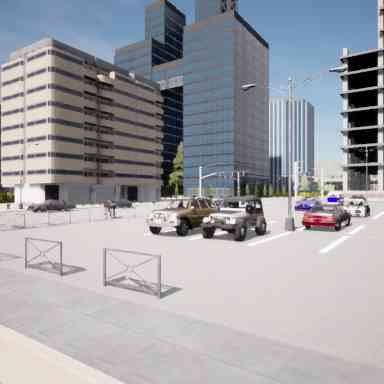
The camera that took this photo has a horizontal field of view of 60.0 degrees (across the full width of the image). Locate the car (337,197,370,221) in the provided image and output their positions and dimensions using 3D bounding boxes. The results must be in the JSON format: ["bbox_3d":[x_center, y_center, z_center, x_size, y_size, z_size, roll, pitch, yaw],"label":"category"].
[{"bbox_3d":[14.098,1.396,28.591,1.970,1.475,3.806,0,0,34],"label":"car"}]

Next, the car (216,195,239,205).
[{"bbox_3d":[6.361,1.355,58.780,2.097,1.767,4.553,0,0,34],"label":"car"}]

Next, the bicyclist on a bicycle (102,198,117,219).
[{"bbox_3d":[-6.518,1.304,26.228,1.656,1.620,0.582,0,0,34],"label":"bicyclist on a bicycle"}]

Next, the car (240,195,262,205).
[{"bbox_3d":[10.396,1.355,58.353,2.097,1.767,4.553,0,0,34],"label":"car"}]

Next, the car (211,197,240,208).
[{"bbox_3d":[5.136,1.550,50.474,2.033,1.411,5.357,0,0,33],"label":"car"}]

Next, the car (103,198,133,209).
[{"bbox_3d":[-10.327,1.568,46.549,1.994,1.385,4.181,0,0,35],"label":"car"}]

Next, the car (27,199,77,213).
[{"bbox_3d":[-15.953,1.551,38.176,2.033,1.411,5.357,0,0,34],"label":"car"}]

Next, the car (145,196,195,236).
[{"bbox_3d":[-0.274,1.154,17.278,1.932,1.855,4.605,0,0,34],"label":"car"}]

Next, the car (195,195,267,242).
[{"bbox_3d":[2.096,1.157,15.616,1.905,1.878,3.866,0,0,34],"label":"car"}]

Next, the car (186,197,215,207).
[{"bbox_3d":[1.323,1.494,51.148,2.128,1.511,4.902,0,0,34],"label":"car"}]
